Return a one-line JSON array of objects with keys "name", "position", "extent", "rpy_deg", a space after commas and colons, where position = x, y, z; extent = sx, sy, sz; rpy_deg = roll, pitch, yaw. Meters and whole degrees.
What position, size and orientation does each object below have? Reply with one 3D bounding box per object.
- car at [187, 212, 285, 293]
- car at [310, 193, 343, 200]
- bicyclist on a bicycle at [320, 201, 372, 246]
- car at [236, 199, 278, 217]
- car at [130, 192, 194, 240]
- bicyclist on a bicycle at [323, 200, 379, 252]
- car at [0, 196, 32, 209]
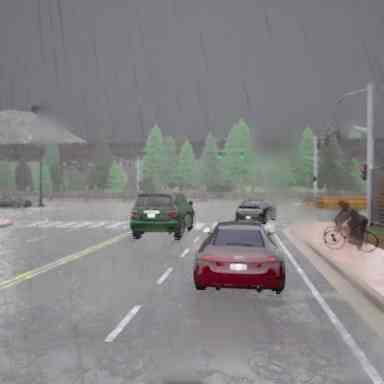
[{"name": "car", "position": [1.223, 1.453, 8.678], "extent": [1.994, 1.385, 4.181], "rpy_deg": [0, 1, 8]}, {"name": "car", "position": [19.034, 0.899, 46.545], "extent": [4.892, 1.490, 1.837], "rpy_deg": [0, 1, 7]}, {"name": "bicyclist on a bicycle", "position": [5.669, 1.140, 12.279], "extent": [1.656, 1.620, 0.582], "rpy_deg": [0, 1, 2]}, {"name": "car", "position": [4.254, 1.219, 21.426], "extent": [2.128, 1.511, 4.902], "rpy_deg": [0, 1, 24]}, {"name": "car", "position": [-1.249, 1.020, 16.051], "extent": [2.150, 2.045, 5.566], "rpy_deg": [0, 1, 8]}, {"name": "bicyclist on a bicycle", "position": [5.247, 1.155, 11.024], "extent": [1.656, 1.620, 0.582], "rpy_deg": [0, 1, 27]}, {"name": "car", "position": [-20.003, 1.121, 36.828], "extent": [4.181, 1.385, 1.994], "rpy_deg": [0, 1, 7]}]
